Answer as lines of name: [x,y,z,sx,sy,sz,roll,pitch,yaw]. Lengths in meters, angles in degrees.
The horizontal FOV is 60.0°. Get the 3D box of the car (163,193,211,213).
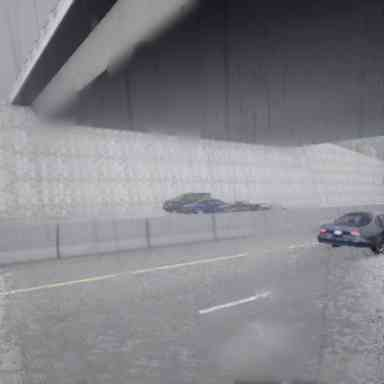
car: [-0.268,1.090,33.898,5.566,2.045,2.150,-1,0,-35]

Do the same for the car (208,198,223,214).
car: [3.861,1.432,28.244,4.181,1.385,1.994,0,0,-35]

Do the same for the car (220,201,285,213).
car: [4.675,1.479,24.526,4.718,1.301,1.895,0,0,-36]

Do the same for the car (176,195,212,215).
car: [1.400,1.350,30.788,5.008,1.535,1.882,0,0,-35]

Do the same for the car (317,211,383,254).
car: [7.185,1.456,13.172,5.357,1.411,2.033,0,0,-36]
